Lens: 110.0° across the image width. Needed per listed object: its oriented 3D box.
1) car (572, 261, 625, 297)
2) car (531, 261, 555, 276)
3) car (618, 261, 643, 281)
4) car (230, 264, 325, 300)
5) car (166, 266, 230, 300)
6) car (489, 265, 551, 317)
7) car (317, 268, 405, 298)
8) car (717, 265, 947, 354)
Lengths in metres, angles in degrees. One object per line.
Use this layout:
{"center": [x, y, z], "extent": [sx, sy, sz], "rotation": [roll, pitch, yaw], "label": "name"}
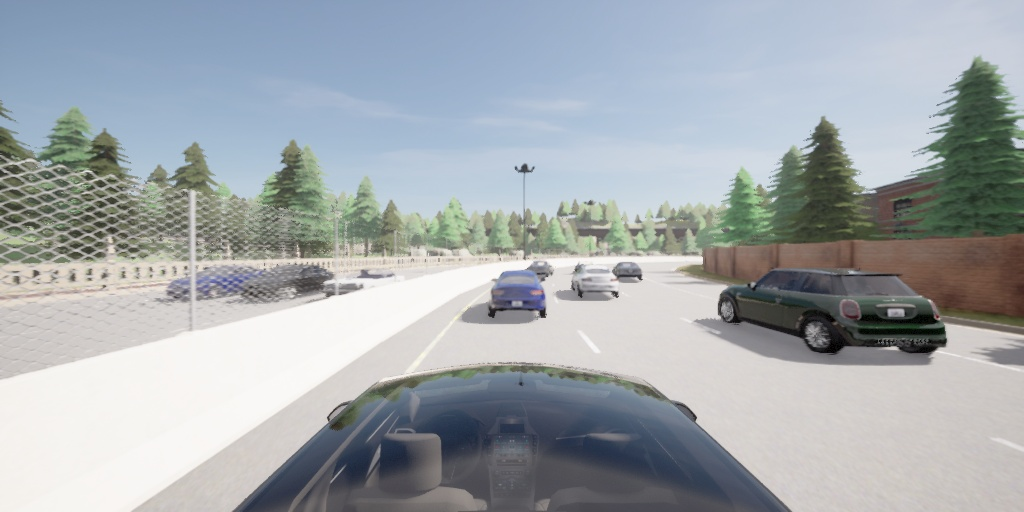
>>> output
{"center": [4.048, 1.169, 17.828], "extent": [1.812, 1.442, 4.674], "rotation": [0, 0, 4], "label": "car"}
{"center": [2.544, 1.101, 31.191], "extent": [2.033, 1.411, 5.357], "rotation": [0, 0, 13], "label": "car"}
{"center": [9.025, 1.122, 28.152], "extent": [2.033, 1.411, 5.357], "rotation": [0, 0, 12], "label": "car"}
{"center": [-10.231, 1.153, 16.883], "extent": [1.837, 1.490, 4.892], "rotation": [0, 0, 3], "label": "car"}
{"center": [-13.712, 1.170, 17.230], "extent": [1.812, 1.442, 4.674], "rotation": [0, 0, 3], "label": "car"}
{"center": [0.229, 1.202, 12.713], "extent": [1.812, 1.442, 4.674], "rotation": [0, 0, 2], "label": "car"}
{"center": [-6.733, 1.248, 16.858], "extent": [1.895, 1.301, 4.718], "rotation": [0, 0, 4], "label": "car"}
{"center": [7.127, 1.056, 8.766], "extent": [2.097, 1.767, 4.553], "rotation": [0, 0, 0], "label": "car"}
